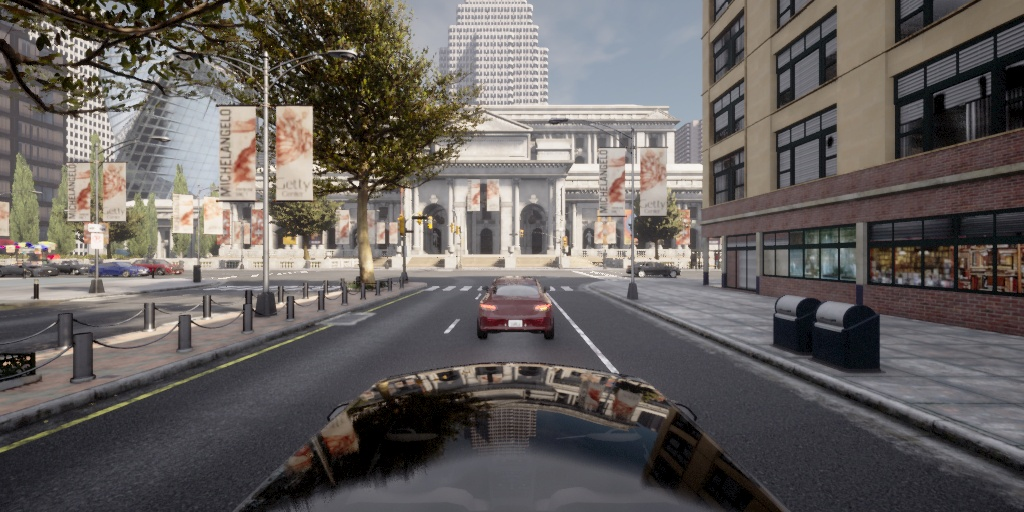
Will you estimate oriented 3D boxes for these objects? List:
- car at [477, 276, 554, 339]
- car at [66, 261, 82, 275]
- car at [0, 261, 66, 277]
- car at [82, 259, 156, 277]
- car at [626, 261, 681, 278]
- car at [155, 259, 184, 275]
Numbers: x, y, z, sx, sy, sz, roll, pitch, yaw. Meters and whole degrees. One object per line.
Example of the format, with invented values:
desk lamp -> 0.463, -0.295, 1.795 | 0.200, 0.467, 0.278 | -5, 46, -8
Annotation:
car -> 0.111, 1.276, 9.959 | 1.812, 1.442, 4.674 | 0, 0, 1
car -> -46.267, 1.241, 37.684 | 4.902, 1.511, 2.128 | 0, 0, 0
car -> -46.104, 1.314, 34.177 | 4.181, 1.385, 1.994 | 0, 0, -1
car -> -37.344, 1.276, 34.152 | 4.674, 1.442, 1.812 | 0, 0, 0
car -> 13.251, 1.255, 33.615 | 4.892, 1.490, 1.837 | 0, 0, 1
car -> -37.312, 1.102, 37.647 | 4.553, 1.767, 2.097 | 0, 0, 0
